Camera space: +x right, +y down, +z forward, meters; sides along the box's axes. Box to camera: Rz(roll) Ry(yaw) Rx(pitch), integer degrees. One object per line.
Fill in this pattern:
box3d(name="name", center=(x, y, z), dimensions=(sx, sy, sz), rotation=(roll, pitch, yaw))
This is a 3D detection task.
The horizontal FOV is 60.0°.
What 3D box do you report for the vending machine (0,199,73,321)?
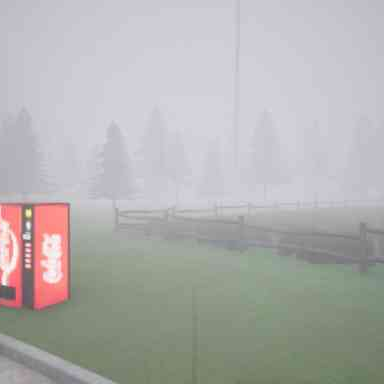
box3d(name="vending machine", center=(-3.070, 1.195, 6.483), dimensions=(0.880, 2.100, 1.100), rotation=(0, 0, 32))
